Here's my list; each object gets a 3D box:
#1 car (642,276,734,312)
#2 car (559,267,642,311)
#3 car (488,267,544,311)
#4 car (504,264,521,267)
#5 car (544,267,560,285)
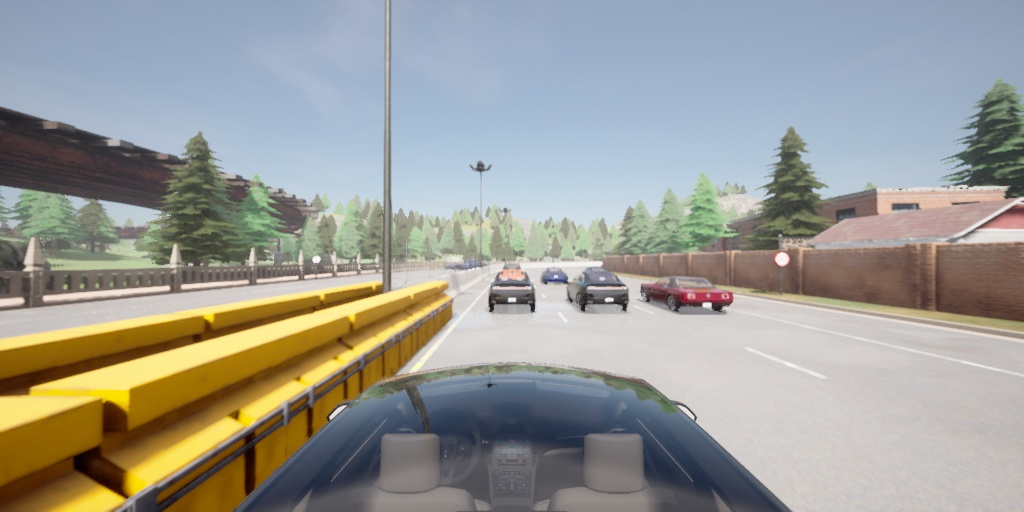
[{"bbox_3d":[7.012,1.499,15.074,1.895,1.301,4.718,0,-1,0],"label":"car"},{"bbox_3d":[3.515,1.394,15.332,2.128,1.511,4.902,0,0,0],"label":"car"},{"bbox_3d":[0.015,1.394,15.332,2.128,1.511,4.902,0,0,0],"label":"car"},{"bbox_3d":[0.022,1.418,30.252,2.097,1.767,4.553,0,-1,0],"label":"car"},{"bbox_3d":[3.520,1.632,30.366,1.994,1.385,4.181,0,-1,1],"label":"car"}]
